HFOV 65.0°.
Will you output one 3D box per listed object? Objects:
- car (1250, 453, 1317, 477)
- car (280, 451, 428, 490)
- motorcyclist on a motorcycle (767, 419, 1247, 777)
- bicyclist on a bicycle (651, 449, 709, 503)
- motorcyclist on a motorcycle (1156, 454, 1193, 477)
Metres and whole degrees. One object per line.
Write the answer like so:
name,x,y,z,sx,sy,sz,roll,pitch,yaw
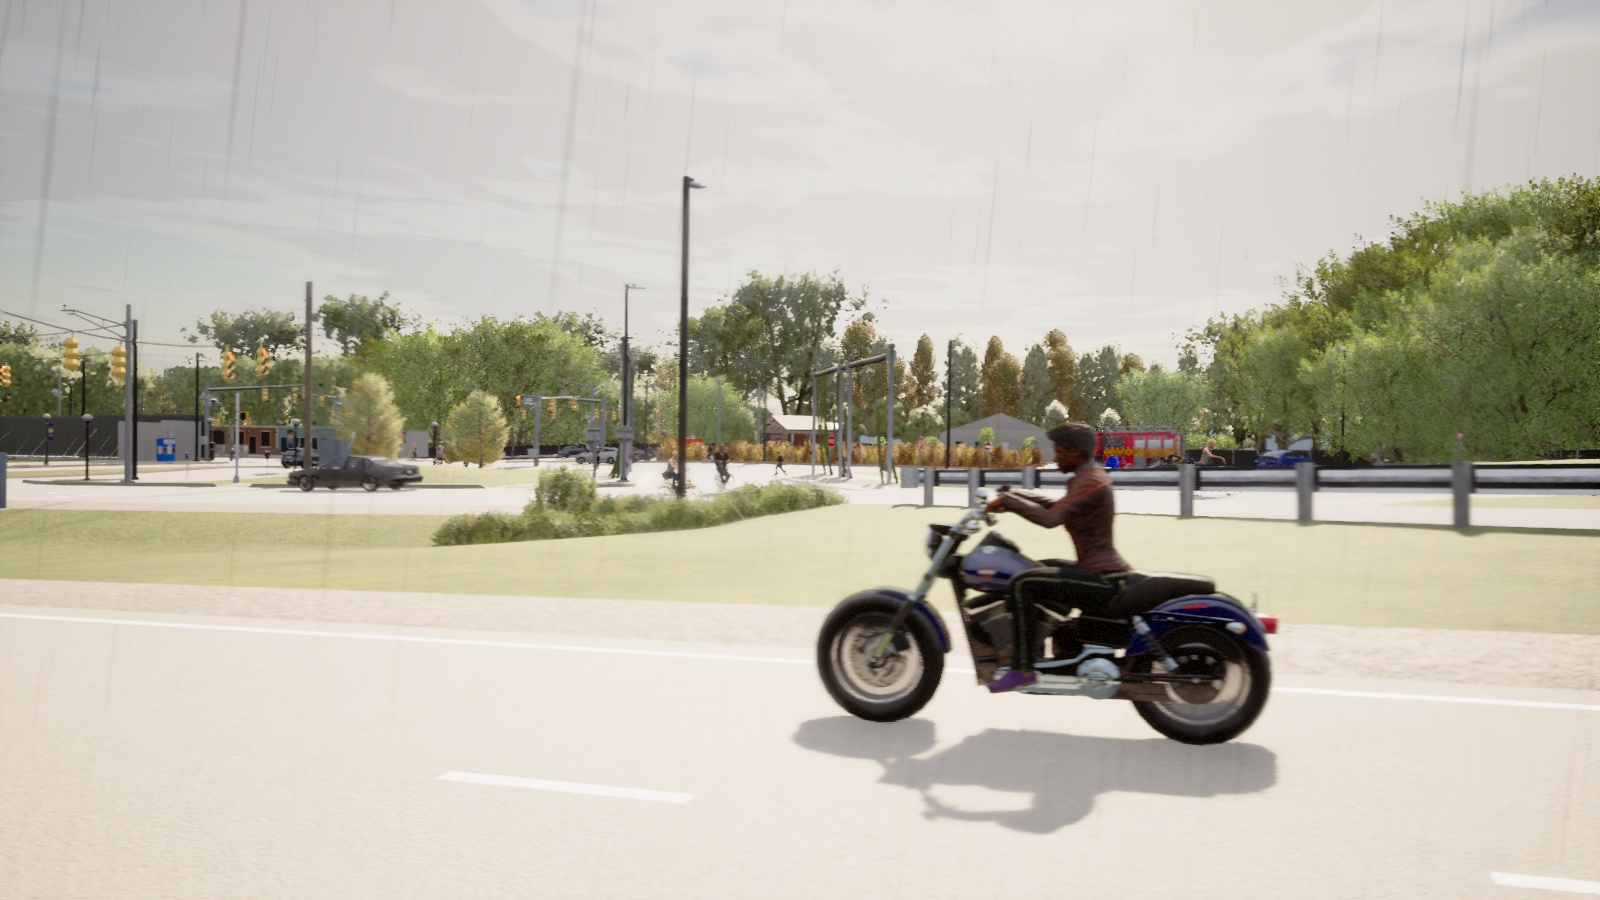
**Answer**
car,32.670,1.003,84.827,5.008,1.535,1.882,0,1,-38
car,-17.606,0.783,49.597,5.357,1.411,2.033,0,1,18
motorcyclist on a motorcycle,1.064,0.672,6.527,2.350,1.649,0.766,0,1,19
bicyclist on a bicycle,-3.627,0.771,37.921,1.509,1.612,0.866,0,1,18
motorcyclist on a motorcycle,25.289,1.052,84.848,2.191,1.530,0.866,0,-1,-6
